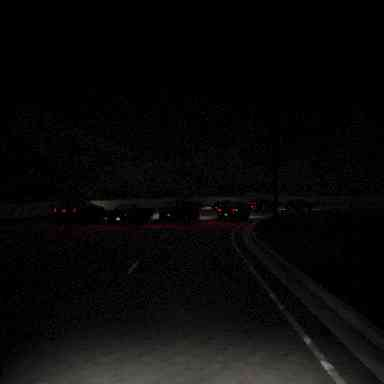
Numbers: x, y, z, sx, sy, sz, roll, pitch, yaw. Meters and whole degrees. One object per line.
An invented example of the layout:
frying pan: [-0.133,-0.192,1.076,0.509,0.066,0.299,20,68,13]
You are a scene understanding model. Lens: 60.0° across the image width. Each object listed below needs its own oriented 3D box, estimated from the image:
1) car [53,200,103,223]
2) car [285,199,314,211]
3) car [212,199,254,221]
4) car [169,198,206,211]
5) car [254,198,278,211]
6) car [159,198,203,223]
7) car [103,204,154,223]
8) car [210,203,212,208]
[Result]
car: [-8.472,1.355,25.490,2.097,1.767,4.553,0,0,14]
car: [13.130,1.528,40.660,4.674,1.442,1.812,0,0,-43]
car: [3.477,1.528,27.456,1.812,1.442,4.674,0,0,22]
car: [-0.516,1.495,41.525,2.128,1.511,4.902,0,0,36]
car: [8.858,1.508,41.380,1.837,1.490,4.892,-1,0,44]
car: [-0.865,1.480,25.751,1.882,1.535,5.008,0,0,18]
car: [-4.597,1.603,25.579,1.895,1.301,4.718,0,0,16]
car: [4.399,1.604,41.750,1.895,1.301,4.718,0,0,40]
